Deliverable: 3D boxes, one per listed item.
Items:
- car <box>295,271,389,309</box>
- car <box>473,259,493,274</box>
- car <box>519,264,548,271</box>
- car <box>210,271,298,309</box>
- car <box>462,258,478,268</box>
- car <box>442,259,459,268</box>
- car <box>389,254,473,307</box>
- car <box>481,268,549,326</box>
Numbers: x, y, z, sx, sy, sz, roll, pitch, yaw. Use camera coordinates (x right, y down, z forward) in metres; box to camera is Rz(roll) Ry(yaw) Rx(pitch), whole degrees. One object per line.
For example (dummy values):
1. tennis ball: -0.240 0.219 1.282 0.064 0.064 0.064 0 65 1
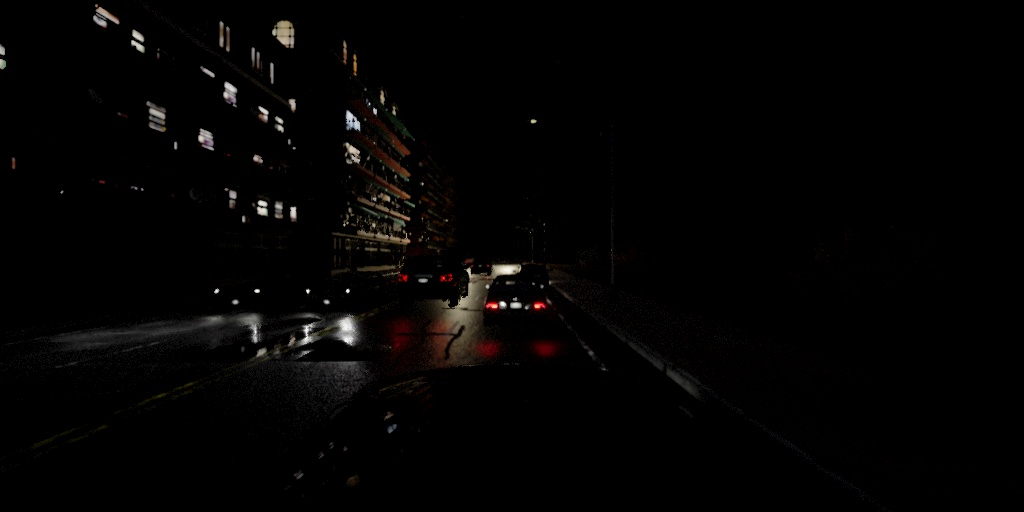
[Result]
1. car: -6.614 1.332 15.013 1.895 1.301 4.718 0 0 0
2. car: -3.193 1.048 38.049 2.097 1.767 4.553 0 0 0
3. car: 1.115 1.228 21.257 1.837 1.490 4.892 0 0 0
4. car: -9.865 1.333 14.998 1.895 1.301 4.718 0 0 0
5. car: -6.644 1.143 57.399 1.882 1.535 5.008 0 0 0
6. car: -9.893 1.172 57.673 1.837 1.490 4.892 0 0 0
7. car: -3.166 0.954 15.434 2.150 2.045 5.566 0 0 0
8. car: 0.091 1.284 11.497 2.033 1.411 5.357 0 0 0
